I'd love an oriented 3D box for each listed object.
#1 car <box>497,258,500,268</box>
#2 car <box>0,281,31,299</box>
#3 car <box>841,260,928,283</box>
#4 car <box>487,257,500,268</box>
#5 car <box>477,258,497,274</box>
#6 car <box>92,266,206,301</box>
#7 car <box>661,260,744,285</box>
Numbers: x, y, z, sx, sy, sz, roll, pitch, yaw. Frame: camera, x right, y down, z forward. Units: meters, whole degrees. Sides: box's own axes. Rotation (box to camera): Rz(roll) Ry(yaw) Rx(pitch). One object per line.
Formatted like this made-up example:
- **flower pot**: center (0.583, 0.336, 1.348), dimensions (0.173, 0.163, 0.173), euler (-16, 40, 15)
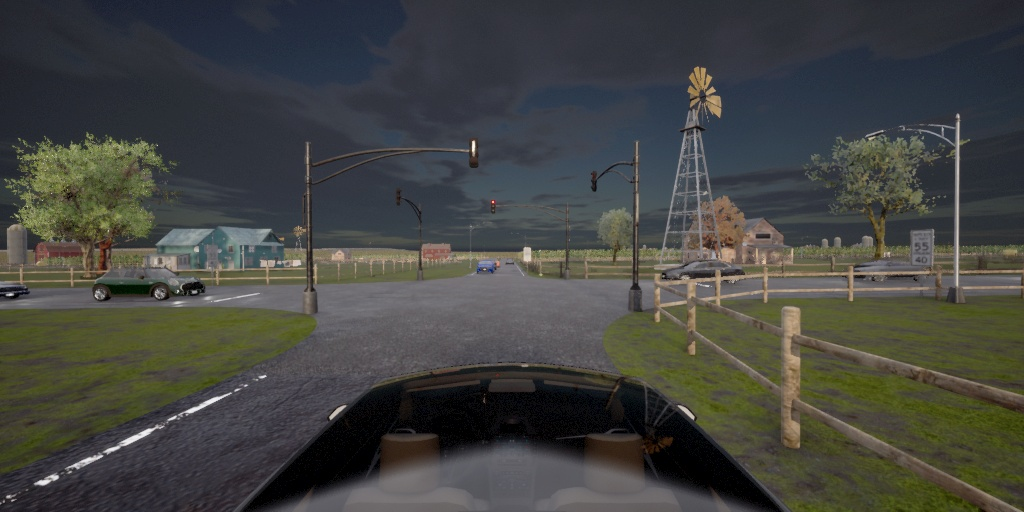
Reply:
- **car**: center (-3.120, 1.293, 51.878), dimensions (2.033, 1.411, 5.357), euler (0, 0, -1)
- **car**: center (-29.345, 1.706, 19.051), dimensions (5.357, 1.411, 2.033), euler (-1, 1, 0)
- **car**: center (23.781, 0.934, 23.006), dimensions (4.181, 1.385, 1.994), euler (-1, 1, 0)
- **car**: center (-3.167, 1.099, 61.911), dimensions (2.097, 1.767, 4.553), euler (0, 0, 0)
- **car**: center (-3.049, 1.222, 41.974), dimensions (1.882, 1.535, 5.008), euler (0, 0, -1)
- **car**: center (-19.177, 1.372, 19.100), dimensions (4.553, 1.767, 2.097), euler (-1, 1, 0)
- **car**: center (12.108, 1.031, 22.949), dimensions (4.892, 1.490, 1.837), euler (-1, 1, 0)
